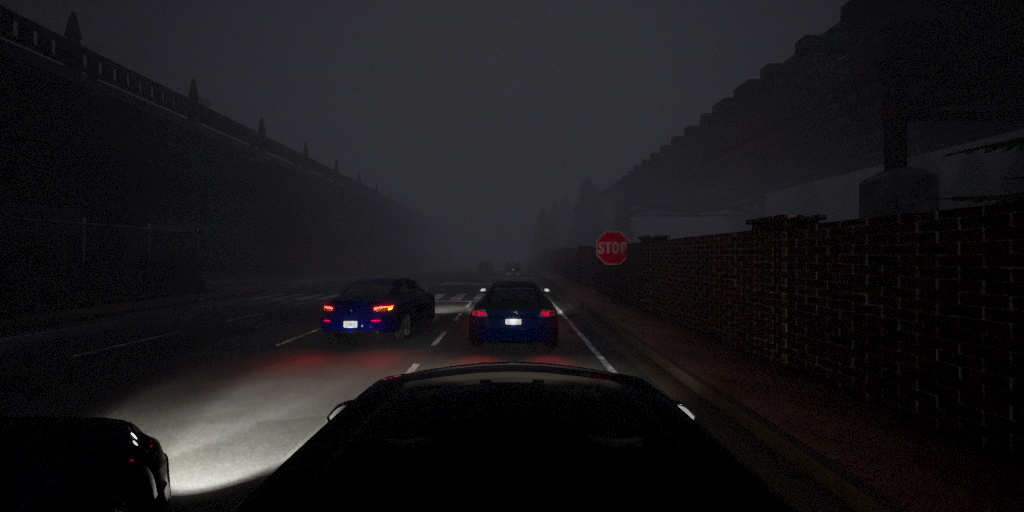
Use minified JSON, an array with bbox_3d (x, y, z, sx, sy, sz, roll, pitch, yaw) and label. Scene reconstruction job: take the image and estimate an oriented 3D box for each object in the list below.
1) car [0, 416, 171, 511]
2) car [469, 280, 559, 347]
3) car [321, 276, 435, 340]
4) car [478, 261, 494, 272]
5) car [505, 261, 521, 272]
[{"bbox_3d":[-3.399,1.314,0.763,1.994,1.385,4.181,0,0,0],"label":"car"},{"bbox_3d":[0.072,1.314,9.335,1.994,1.385,4.181,0,0,1],"label":"car"},{"bbox_3d":[-3.410,1.276,9.859,1.812,1.442,4.674,0,0,0],"label":"car"},{"bbox_3d":[-3.380,1.297,45.981,2.033,1.411,5.357,0,0,-1],"label":"car"},{"bbox_3d":[0.115,1.351,46.149,1.895,1.301,4.718,0,0,-1],"label":"car"}]
